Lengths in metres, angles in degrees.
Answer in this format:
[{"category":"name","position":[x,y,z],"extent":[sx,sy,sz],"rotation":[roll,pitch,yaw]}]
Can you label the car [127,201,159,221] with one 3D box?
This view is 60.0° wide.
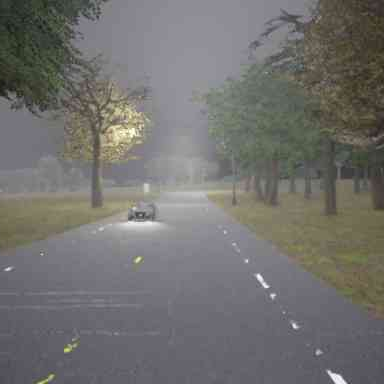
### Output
[{"category":"car","position":[-3.596,1.404,25.202],"extent":[1.994,1.385,4.181],"rotation":[0,1,0]}]
